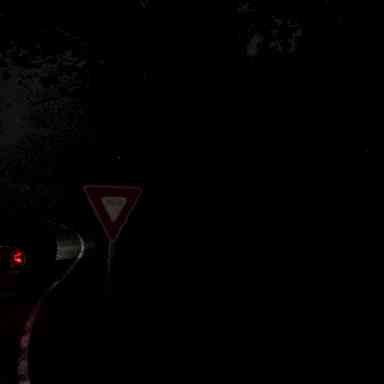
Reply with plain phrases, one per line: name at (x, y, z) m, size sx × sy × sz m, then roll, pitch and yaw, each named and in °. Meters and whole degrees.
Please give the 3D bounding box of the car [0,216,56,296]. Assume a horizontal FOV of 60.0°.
car at (-4.989, 1.416, 8.896) m, size 2.097 × 1.767 × 4.553 m, roll 2°, pitch 0°, yaw -15°
